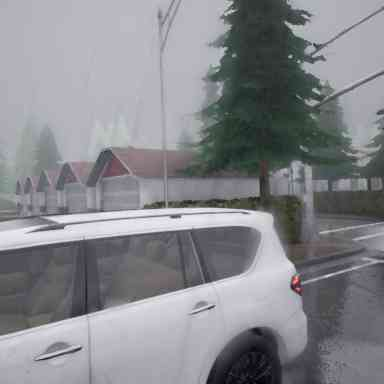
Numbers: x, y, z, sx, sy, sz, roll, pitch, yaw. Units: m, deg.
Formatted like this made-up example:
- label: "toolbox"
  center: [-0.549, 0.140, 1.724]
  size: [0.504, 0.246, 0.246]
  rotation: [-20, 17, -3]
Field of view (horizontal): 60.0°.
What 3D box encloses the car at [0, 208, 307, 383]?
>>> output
- label: "car"
  center: [-1.340, 1.241, 3.036]
  size: [5.566, 2.045, 2.150]
  rotation: [-1, 0, -34]
